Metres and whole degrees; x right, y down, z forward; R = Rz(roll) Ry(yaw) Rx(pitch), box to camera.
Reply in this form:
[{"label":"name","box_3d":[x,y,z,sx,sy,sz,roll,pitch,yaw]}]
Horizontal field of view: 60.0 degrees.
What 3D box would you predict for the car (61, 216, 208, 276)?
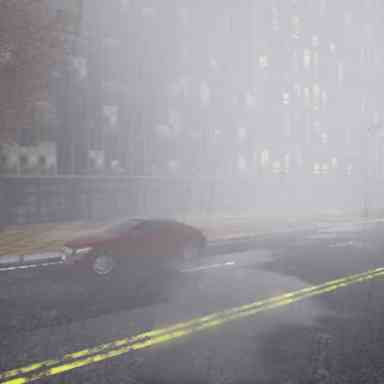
[{"label":"car","box_3d":[-1.607,1.515,10.450,4.674,1.442,1.812,0,0,-35]}]
